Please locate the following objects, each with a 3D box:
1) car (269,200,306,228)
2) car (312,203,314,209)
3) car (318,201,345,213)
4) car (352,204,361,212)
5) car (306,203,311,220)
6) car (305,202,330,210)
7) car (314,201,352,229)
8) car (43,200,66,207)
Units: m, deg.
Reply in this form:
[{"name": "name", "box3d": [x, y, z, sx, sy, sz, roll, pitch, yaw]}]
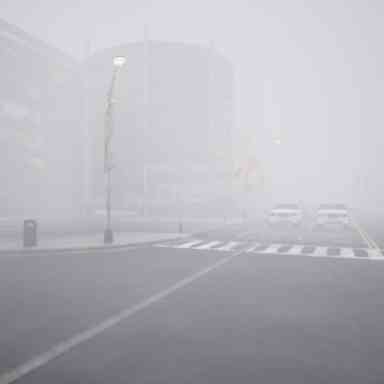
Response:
[{"name": "car", "box3d": [7.949, 1.786, 27.736, 2.150, 2.045, 5.566, -1, -1, 23]}, {"name": "car", "box3d": [20.949, 2.771, 63.701, 1.837, 1.490, 4.892, 0, -1, -20]}, {"name": "car", "box3d": [22.553, 2.405, 53.877, 2.097, 1.767, 4.553, 0, -1, -5]}, {"name": "car", "box3d": [25.982, 2.625, 55.074, 1.994, 1.385, 4.181, 0, -1, -5]}, {"name": "car", "box3d": [11.758, 2.243, 36.715, 1.837, 1.490, 4.892, -1, -1, 22]}, {"name": "car", "box3d": [24.326, 2.710, 64.620, 1.882, 1.535, 5.008, 0, -1, -20]}, {"name": "car", "box3d": [11.159, 1.739, 26.342, 2.150, 2.045, 5.566, -1, -1, 23]}, {"name": "car", "box3d": [-29.576, 2.718, 70.869, 5.566, 2.045, 2.435, -1, -1, 23]}]
